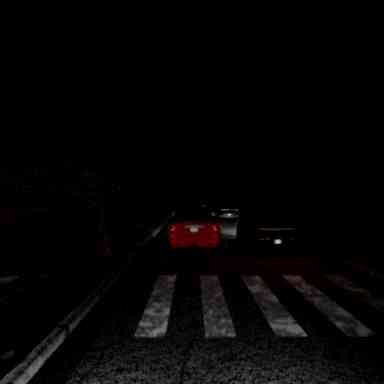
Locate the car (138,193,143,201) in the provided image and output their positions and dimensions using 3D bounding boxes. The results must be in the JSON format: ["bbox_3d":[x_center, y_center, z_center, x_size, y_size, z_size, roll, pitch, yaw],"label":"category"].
[{"bbox_3d":[-13.846,1.583,72.298,4.792,1.488,2.163,-1,0,-20],"label":"car"}]

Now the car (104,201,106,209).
[{"bbox_3d":[-13.853,1.747,42.439,4.792,1.488,2.163,-1,0,-20],"label":"car"}]

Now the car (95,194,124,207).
[{"bbox_3d":[-13.907,1.436,51.366,5.566,2.045,2.435,-1,1,-20],"label":"car"}]

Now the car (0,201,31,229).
[{"bbox_3d":[-13.714,1.628,21.601,5.366,1.575,1.946,-1,-1,-20],"label":"car"}]

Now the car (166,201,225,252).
[{"bbox_3d":[0.080,1.432,14.394,2.097,1.767,4.553,0,0,0],"label":"car"}]

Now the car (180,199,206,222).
[{"bbox_3d":[0.076,1.549,29.526,2.097,1.767,4.553,0,0,0],"label":"car"}]

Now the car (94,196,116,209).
[{"bbox_3d":[-13.875,1.739,48.397,4.674,1.452,2.002,-1,1,-20],"label":"car"}]

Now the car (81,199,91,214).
[{"bbox_3d":[-13.909,1.748,36.443,4.792,1.488,2.163,-1,0,-20],"label":"car"}]

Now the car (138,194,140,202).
[{"bbox_3d":[-13.868,1.613,69.280,4.674,1.452,2.002,-1,1,-20],"label":"car"}]

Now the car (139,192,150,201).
[{"bbox_3d":[-13.842,1.507,84.304,4.792,1.488,2.163,-1,0,-20],"label":"car"}]

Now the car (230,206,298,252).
[{"bbox_3d":[3.082,1.572,14.309,2.128,1.511,4.902,0,0,0],"label":"car"}]

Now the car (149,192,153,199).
[{"bbox_3d":[-14.037,1.437,90.227,5.366,1.575,1.946,-1,1,-20],"label":"car"}]

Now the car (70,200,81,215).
[{"bbox_3d":[-13.878,1.748,33.470,4.674,1.452,2.002,-1,0,-20],"label":"car"}]

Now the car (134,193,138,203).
[{"bbox_3d":[-13.845,1.466,66.306,4.553,1.767,2.185,-1,1,-20],"label":"car"}]

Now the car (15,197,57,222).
[{"bbox_3d":[-13.858,1.552,27.511,4.553,1.767,2.185,-1,0,-20],"label":"car"}]

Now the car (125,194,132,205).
[{"bbox_3d":[-13.854,1.398,57.362,5.566,2.045,2.435,-1,0,-20],"label":"car"}]

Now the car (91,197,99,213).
[{"bbox_3d":[-13.710,1.713,39.512,5.366,1.575,1.946,-1,0,-20],"label":"car"}]

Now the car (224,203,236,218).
[{"bbox_3d":[3.078,1.690,29.754,2.128,1.511,4.902,0,0,0],"label":"car"}]

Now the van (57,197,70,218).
[{"bbox_3d":[-13.780,1.470,30.539,4.442,1.987,1.878,-1,-1,-20],"label":"van"}]
